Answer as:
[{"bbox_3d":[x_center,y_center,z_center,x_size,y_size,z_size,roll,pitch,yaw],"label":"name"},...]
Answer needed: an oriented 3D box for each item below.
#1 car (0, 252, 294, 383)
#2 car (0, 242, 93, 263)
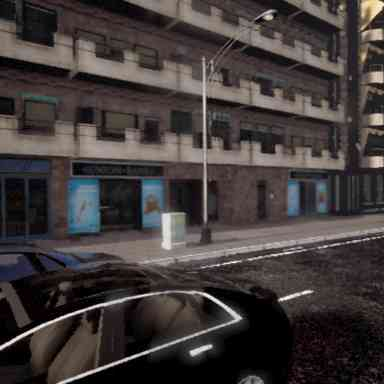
[{"bbox_3d":[-1.174,1.502,2.844,4.892,1.490,1.837,0,0,-35],"label":"car"},{"bbox_3d":[-3.551,1.547,5.144,5.357,1.411,2.033,0,0,-35],"label":"car"}]
